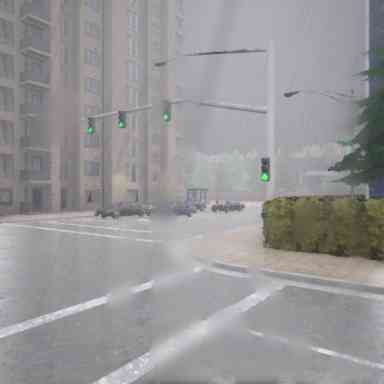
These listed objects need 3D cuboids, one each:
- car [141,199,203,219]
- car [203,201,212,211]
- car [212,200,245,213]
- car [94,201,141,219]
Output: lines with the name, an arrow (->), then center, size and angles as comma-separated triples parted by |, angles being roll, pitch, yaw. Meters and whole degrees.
car -> -1.624, 1.546, 29.414 | 2.033, 1.411, 5.357 | 0, 0, 36
car -> -0.270, 1.490, 37.206 | 2.128, 1.511, 4.902 | 0, 0, 36
car -> 4.029, 1.600, 37.158 | 1.895, 1.301, 4.718 | 0, 0, 36
car -> -5.960, 1.546, 29.407 | 2.033, 1.411, 5.357 | 0, 0, 36
